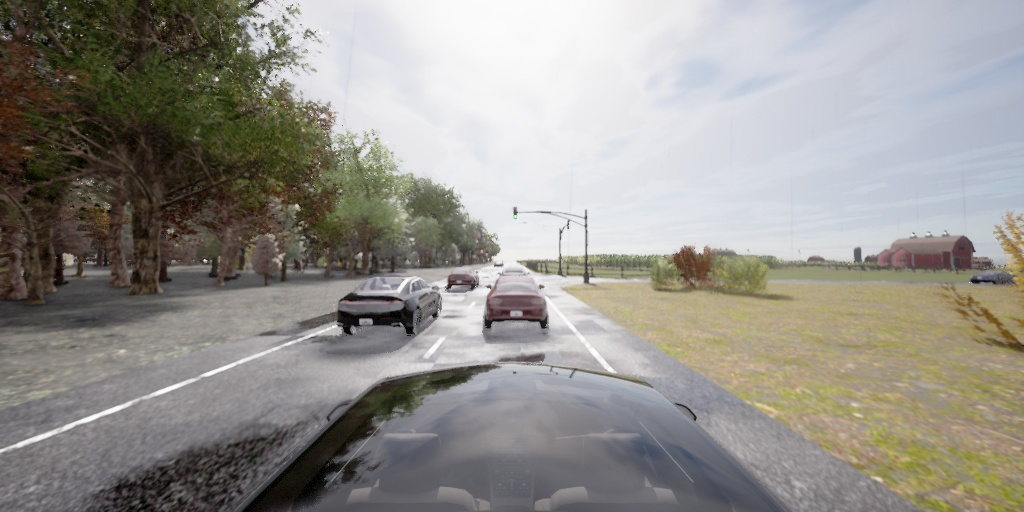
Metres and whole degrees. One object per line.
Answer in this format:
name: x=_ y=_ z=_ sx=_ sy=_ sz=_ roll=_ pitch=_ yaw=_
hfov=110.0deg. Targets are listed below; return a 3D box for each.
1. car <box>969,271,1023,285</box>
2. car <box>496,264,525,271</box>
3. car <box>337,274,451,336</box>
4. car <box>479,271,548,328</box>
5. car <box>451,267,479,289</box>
car: x=48.959 y=2.188 z=35.988 sx=4.181 sy=1.385 sz=1.994 roll=1 pitch=-2 yaw=0
car: x=0.116 y=1.470 z=22.954 sx=1.837 sy=1.490 sz=4.892 roll=0 pitch=-1 yaw=0
car: x=-3.391 y=1.333 z=10.750 sx=2.128 sy=1.511 sz=4.902 roll=0 pitch=-1 yaw=0
car: x=0.115 y=1.377 z=11.755 sx=1.812 sy=1.442 sz=4.674 roll=0 pitch=0 yaw=0
car: x=-3.381 y=1.513 z=25.257 sx=1.812 sy=1.442 sz=4.674 roll=0 pitch=0 yaw=0
